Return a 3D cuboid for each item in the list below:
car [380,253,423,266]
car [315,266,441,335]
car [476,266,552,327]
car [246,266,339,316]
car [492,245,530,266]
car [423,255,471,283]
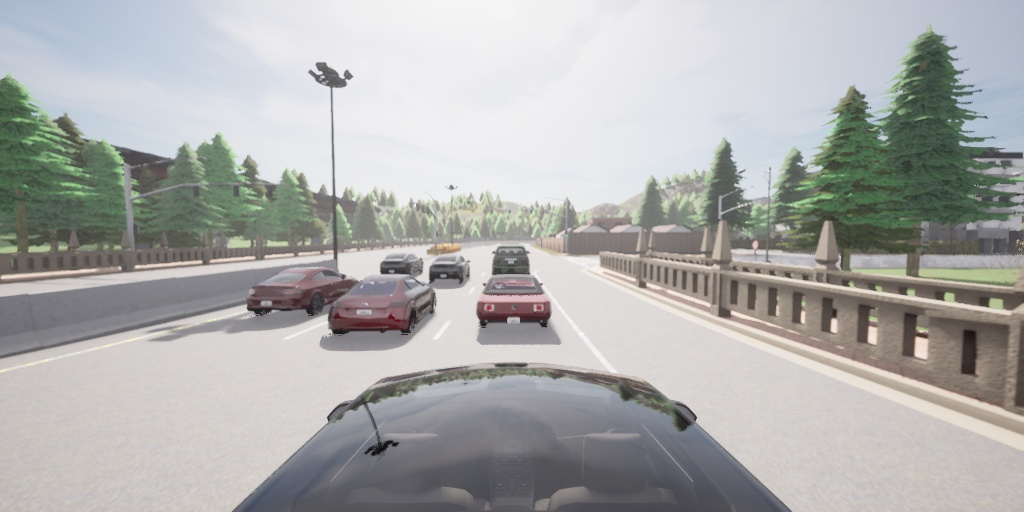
[{"bbox_3d":[-7.075,0.528,23.408,1.837,1.490,4.892,0,3,-1],"label":"car"},{"bbox_3d":[-3.455,1.201,10.235,1.994,1.385,4.181,0,2,-2],"label":"car"},{"bbox_3d":[0.030,1.215,11.011,1.895,1.301,4.718,0,2,0],"label":"car"},{"bbox_3d":[-6.983,1.081,12.458,1.812,1.442,4.674,0,3,0],"label":"car"},{"bbox_3d":[-0.066,0.307,22.194,2.150,2.045,5.566,0,3,0],"label":"car"},{"bbox_3d":[-3.551,0.656,20.842,1.837,1.490,4.892,0,3,-1],"label":"car"}]
